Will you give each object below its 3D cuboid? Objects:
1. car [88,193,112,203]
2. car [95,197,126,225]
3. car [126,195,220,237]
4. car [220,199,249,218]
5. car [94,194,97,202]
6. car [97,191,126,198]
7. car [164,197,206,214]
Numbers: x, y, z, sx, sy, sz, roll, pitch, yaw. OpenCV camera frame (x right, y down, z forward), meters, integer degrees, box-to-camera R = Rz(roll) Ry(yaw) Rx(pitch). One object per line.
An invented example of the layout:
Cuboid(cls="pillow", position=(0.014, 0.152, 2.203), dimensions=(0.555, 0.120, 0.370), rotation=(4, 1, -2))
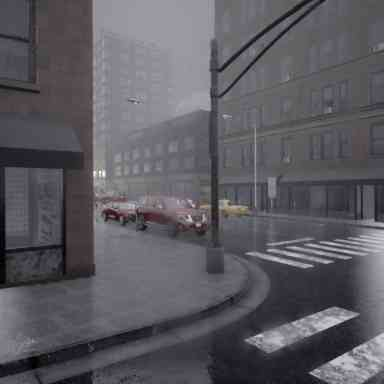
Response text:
Cuboid(cls="car", position=(-13.549, 0.883, 48.717), dimensions=(2.008, 1.369, 4.403), rotation=(1, 0, -36))
Cuboid(cls="car", position=(-4.393, 1.288, 21.520), dimensions=(1.887, 1.381, 4.507), rotation=(1, 0, -36))
Cuboid(cls="car", position=(-1.175, 1.138, 17.079), dimensions=(2.192, 1.841, 5.009), rotation=(1, 0, -36))
Cuboid(cls="car", position=(2.419, 1.222, 26.648), dimensions=(1.752, 1.417, 4.829), rotation=(1, 0, -36))
Cuboid(cls="car", position=(-14.228, 0.882, 45.174), dimensions=(1.837, 1.490, 4.892), rotation=(0, 1, -35))
Cuboid(cls="car", position=(-10.333, 0.717, 44.274), dimensions=(2.192, 1.841, 5.009), rotation=(1, 0, -36))
Cuboid(cls="car", position=(-0.695, 1.203, 30.952), dimensions=(1.802, 1.307, 4.206), rotation=(1, 0, -36))
